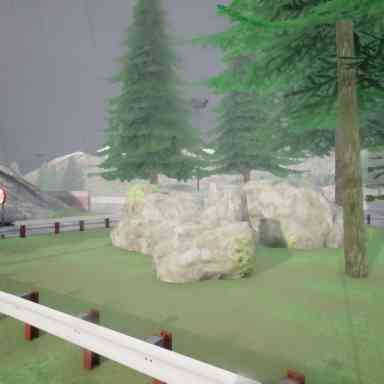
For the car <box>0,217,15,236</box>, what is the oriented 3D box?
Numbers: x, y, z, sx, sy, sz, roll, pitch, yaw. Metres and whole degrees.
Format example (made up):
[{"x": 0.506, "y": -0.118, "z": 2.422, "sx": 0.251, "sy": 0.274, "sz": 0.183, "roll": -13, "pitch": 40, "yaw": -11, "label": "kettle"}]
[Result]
[{"x": -10.860, "y": 1.358, "z": 15.521, "sx": 5.357, "sy": 1.411, "sz": 2.033, "roll": 0, "pitch": 0, "yaw": 19, "label": "car"}]
